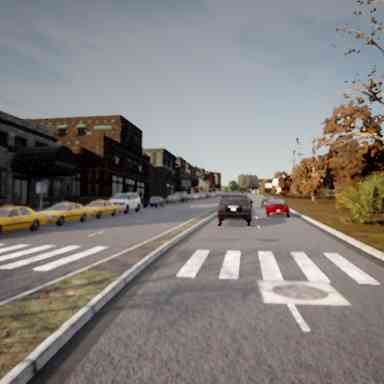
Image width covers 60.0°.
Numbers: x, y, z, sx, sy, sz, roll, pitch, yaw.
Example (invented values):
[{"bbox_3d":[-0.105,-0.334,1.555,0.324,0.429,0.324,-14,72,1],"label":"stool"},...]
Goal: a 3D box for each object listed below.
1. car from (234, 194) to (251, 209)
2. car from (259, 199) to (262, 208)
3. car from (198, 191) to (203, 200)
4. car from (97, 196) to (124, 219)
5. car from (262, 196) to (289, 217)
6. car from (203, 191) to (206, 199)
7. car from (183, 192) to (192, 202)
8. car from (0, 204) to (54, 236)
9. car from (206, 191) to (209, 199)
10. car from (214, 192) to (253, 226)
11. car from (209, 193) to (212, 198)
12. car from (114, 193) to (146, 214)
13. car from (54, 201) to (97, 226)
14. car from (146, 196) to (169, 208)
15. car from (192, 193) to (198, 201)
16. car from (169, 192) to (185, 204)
[{"bbox_3d":[6.599,1.170,43.188,2.097,1.767,4.553,0,0,10],"label":"car"},{"bbox_3d":[9.966,1.300,43.573,1.837,1.490,4.892,0,0,10],"label":"car"},{"bbox_3d":[0.550,1.149,77.473,1.946,1.575,5.366,0,0,10],"label":"car"},{"bbox_3d":[-7.985,1.389,28.486,1.946,1.575,5.366,0,0,10],"label":"car"},{"bbox_3d":[7.475,1.344,29.549,1.882,1.535,5.008,0,1,10],"label":"car"},{"bbox_3d":[1.535,0.998,83.129,2.185,1.767,4.553,0,0,10],"label":"car"},{"bbox_3d":[-2.248,0.979,61.421,2.435,2.045,5.566,0,0,10],"label":"car"},{"bbox_3d":[-9.892,1.446,17.604,1.946,1.575,5.366,0,0,10],"label":"car"},{"bbox_3d":[2.446,1.095,88.359,1.946,1.575,5.366,0,0,10],"label":"car"},{"bbox_3d":[3.033,1.143,23.135,2.150,2.045,5.566,0,0,10],"label":"car"},{"bbox_3d":[3.420,0.820,93.956,2.435,2.045,5.566,0,0,10],"label":"car"},{"bbox_3d":[-6.987,1.113,34.207,2.435,2.045,5.566,0,0,10],"label":"car"},{"bbox_3d":[-8.934,1.416,23.043,1.946,1.575,5.366,0,0,10],"label":"car"},{"bbox_3d":[-5.095,1.340,45.091,2.163,1.488,4.792,0,0,10],"label":"car"},{"bbox_3d":[-0.684,1.187,70.713,2.231,1.521,4.892,0,0,11],"label":"car"},{"bbox_3d":[-3.188,1.258,56.013,2.231,1.521,4.892,0,0,10],"label":"car"}]
